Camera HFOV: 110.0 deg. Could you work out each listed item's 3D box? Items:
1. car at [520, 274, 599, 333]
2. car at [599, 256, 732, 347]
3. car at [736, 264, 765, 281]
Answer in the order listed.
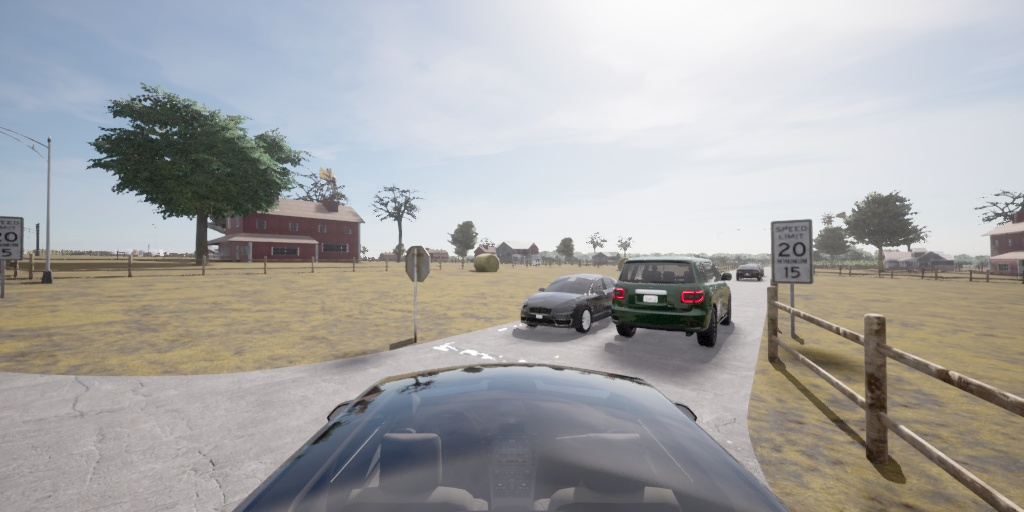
[{"bbox_3d":[2.155,1.365,11.409,1.837,1.490,4.892,-1,-1,36],"label":"car"},{"bbox_3d":[4.593,1.043,9.920,2.150,2.045,5.566,-1,-1,36],"label":"car"},{"bbox_3d":[23.036,1.566,34.813,1.882,1.535,5.008,-1,-1,37],"label":"car"}]
